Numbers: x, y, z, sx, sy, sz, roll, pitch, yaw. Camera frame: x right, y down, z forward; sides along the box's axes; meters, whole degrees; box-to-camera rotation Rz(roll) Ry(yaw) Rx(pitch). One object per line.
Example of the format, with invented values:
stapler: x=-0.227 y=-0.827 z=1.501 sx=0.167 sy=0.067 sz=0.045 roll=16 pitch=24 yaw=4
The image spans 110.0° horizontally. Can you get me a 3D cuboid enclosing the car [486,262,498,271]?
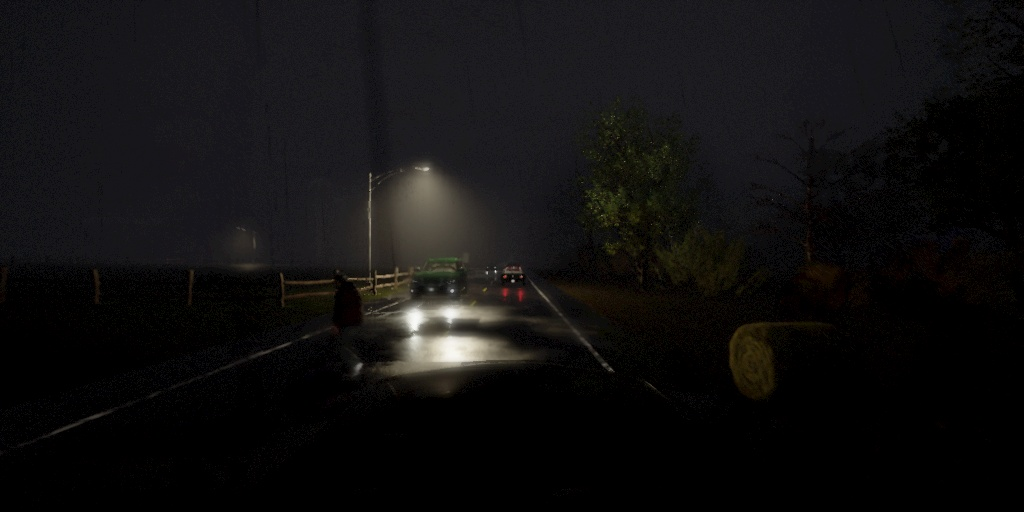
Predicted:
car: x=-3.509 y=1.910 z=63.572 sx=1.837 sy=1.490 sz=4.892 roll=0 pitch=-1 yaw=0

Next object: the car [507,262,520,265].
car: x=0.122 y=1.531 z=45.006 sx=2.097 sy=1.767 sz=4.553 roll=0 pitch=-1 yaw=-3

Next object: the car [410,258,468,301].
car: x=-3.602 y=1.136 z=18.765 sx=2.150 sy=2.045 sz=5.566 roll=0 pitch=0 yaw=0

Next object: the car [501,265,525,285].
car: x=0.088 y=1.624 z=29.308 sx=1.895 sy=1.301 sz=4.718 roll=0 pitch=-1 yaw=0

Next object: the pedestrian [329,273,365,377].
pedestrian: x=-2.766 y=1.088 z=5.997 sx=0.375 sy=1.860 sz=0.375 roll=-1 pitch=0 yaw=-2

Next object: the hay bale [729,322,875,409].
hay bale: x=4.000 y=1.439 z=5.104 sx=1.220 sy=1.180 sz=1.240 roll=0 pitch=0 yaw=0
